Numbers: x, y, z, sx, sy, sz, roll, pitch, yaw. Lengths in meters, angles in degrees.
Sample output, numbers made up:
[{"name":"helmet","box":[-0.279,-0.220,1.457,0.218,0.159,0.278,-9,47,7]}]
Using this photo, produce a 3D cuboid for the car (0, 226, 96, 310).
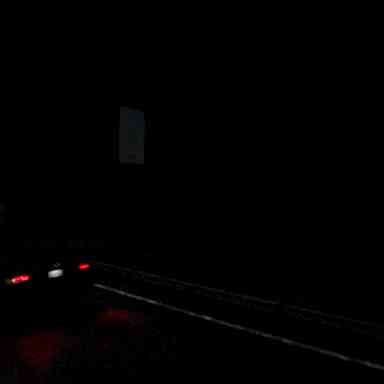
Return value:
[{"name":"car","box":[-4.380,1.497,7.597,5.357,1.411,2.033,1,0,40]}]
